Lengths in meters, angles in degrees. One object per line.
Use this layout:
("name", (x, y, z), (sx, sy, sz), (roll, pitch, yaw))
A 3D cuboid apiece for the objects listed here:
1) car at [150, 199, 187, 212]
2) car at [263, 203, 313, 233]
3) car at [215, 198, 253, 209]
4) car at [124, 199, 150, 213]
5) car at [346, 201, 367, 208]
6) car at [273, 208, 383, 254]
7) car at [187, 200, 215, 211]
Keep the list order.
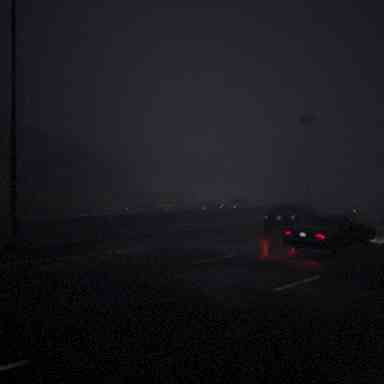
("car", (-2.068, 1.591, 37.036), (1.882, 1.535, 5.008), (0, 0, 34))
("car", (6.044, 1.411, 19.121), (2.097, 1.767, 4.553), (0, 0, 43))
("car", (4.638, 1.458, 34.574), (2.097, 1.767, 4.553), (0, 0, 33))
("car", (-5.619, 1.608, 38.103), (2.128, 1.511, 4.902), (0, 0, 36))
("car", (16.848, 1.631, 34.142), (1.812, 1.442, 4.674), (0, 0, 29))
("car", (5.787, 1.590, 13.711), (5.357, 1.411, 2.033), (0, 0, -44))
("car", (1.778, 1.638, 36.540), (1.812, 1.442, 4.674), (0, 0, 33))
